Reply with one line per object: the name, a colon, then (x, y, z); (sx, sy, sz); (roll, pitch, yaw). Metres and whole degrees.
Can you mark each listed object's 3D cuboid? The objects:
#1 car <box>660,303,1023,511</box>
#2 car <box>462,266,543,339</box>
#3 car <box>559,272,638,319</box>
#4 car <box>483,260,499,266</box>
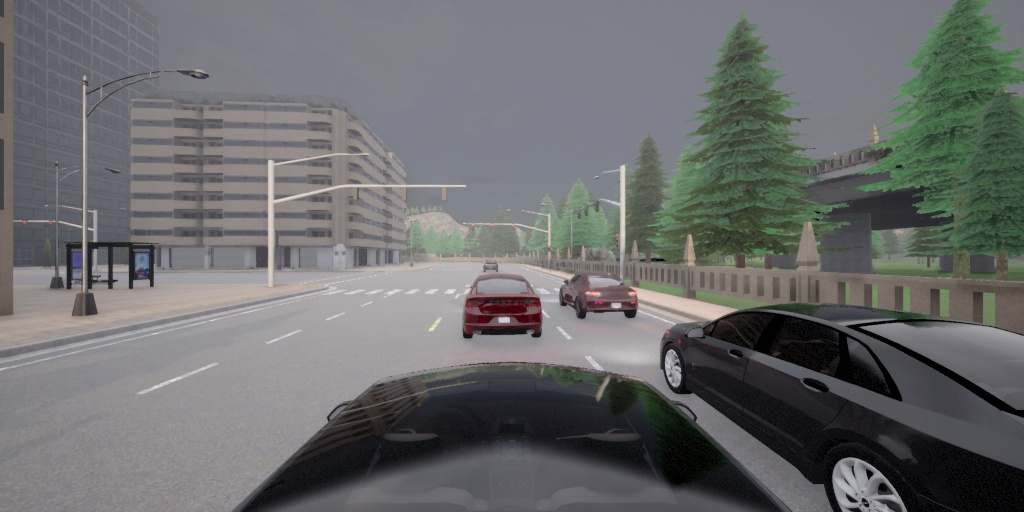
car: (3.257, 1.255, 3.775); (1.837, 1.490, 4.892); (0, 0, 0)
car: (-0.341, 1.228, 10.190); (1.882, 1.535, 5.008); (0, 0, -4)
car: (2.922, 1.276, 12.765); (1.812, 1.442, 4.674); (0, 0, -3)
car: (-2.708, 1.242, 45.847); (2.128, 1.511, 4.902); (0, 0, -4)
